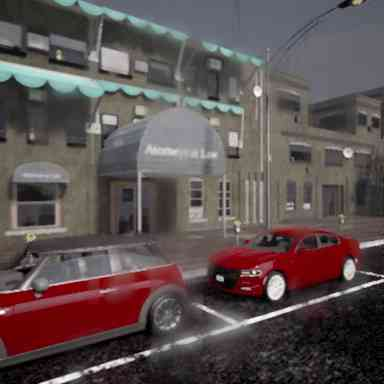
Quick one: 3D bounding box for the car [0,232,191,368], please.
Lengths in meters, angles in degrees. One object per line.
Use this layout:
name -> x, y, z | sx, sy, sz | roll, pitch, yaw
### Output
car -> -2.100, 1.446, 5.067 | 4.097, 1.590, 1.967 | 0, -1, -35

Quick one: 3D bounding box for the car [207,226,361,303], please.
car -> 2.419, 1.577, 8.284 | 4.507, 1.381, 1.887 | 0, -1, -35
